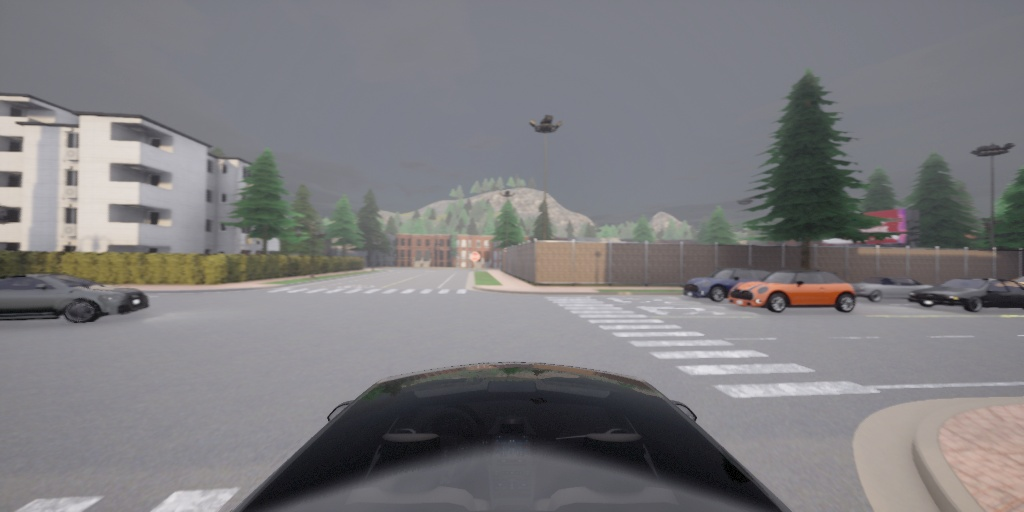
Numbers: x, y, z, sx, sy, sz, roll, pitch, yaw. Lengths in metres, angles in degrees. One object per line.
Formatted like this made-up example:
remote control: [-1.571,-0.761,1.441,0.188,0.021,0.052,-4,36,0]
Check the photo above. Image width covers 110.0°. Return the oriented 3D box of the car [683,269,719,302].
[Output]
car: [11.437,1.419,18.778,4.553,1.767,2.097,1,-1,-6]

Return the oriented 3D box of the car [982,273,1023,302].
car: [30.638,1.818,20.678,5.008,1.535,1.882,1,-1,-5]

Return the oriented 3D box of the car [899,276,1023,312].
car: [21.213,1.720,16.254,5.357,1.411,2.033,1,-1,-6]

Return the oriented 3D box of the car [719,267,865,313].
car: [11.795,1.390,15.297,4.553,1.767,2.097,1,-1,-6]

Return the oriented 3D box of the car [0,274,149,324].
car: [-13.615,1.218,10.476,4.181,1.385,1.994,1,-1,-22]

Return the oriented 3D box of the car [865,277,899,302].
car: [20.377,1.796,19.683,4.718,1.301,1.895,1,-1,-6]
